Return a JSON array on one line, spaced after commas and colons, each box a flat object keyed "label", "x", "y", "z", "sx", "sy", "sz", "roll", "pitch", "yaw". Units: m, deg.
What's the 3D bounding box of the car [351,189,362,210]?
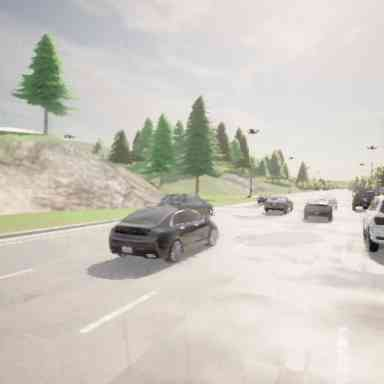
[{"label": "car", "x": 18.295, "y": 0.903, "z": 35.344, "sx": 2.150, "sy": 2.045, "sz": 5.566, "roll": 2, "pitch": 1, "yaw": 25}]

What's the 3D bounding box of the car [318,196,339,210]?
[{"label": "car", "x": 15.479, "y": 1.148, "z": 37.621, "sx": 1.895, "sy": 1.301, "sz": 4.718, "roll": 2, "pitch": 1, "yaw": 25}]

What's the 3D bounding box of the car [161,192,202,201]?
[{"label": "car", "x": -0.306, "y": 0.856, "z": 20.017, "sx": 2.097, "sy": 1.767, "sz": 4.553, "roll": 2, "pitch": 1, "yaw": 25}]

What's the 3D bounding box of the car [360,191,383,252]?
[{"label": "car", "x": 7.989, "y": 1.133, "z": 12.924, "sx": 2.150, "sy": 2.045, "sz": 5.566, "roll": 2, "pitch": 1, "yaw": 25}]

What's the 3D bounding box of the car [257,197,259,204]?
[{"label": "car", "x": 9.507, "y": 0.886, "z": 41.383, "sx": 1.895, "sy": 1.301, "sz": 4.718, "roll": 2, "pitch": 1, "yaw": 25}]

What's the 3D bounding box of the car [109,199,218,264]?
[{"label": "car", "x": -0.668, "y": 1.217, "z": 10.881, "sx": 1.837, "sy": 1.490, "sz": 4.892, "roll": 2, "pitch": 2, "yaw": 25}]

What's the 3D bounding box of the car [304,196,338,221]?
[{"label": "car", "x": 9.297, "y": 1.177, "z": 24.169, "sx": 2.128, "sy": 1.511, "sz": 4.902, "roll": 2, "pitch": 1, "yaw": 25}]

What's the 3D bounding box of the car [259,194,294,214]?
[{"label": "car", "x": 7.657, "y": 1.072, "z": 28.981, "sx": 2.033, "sy": 1.411, "sz": 5.357, "roll": 2, "pitch": 2, "yaw": 25}]
